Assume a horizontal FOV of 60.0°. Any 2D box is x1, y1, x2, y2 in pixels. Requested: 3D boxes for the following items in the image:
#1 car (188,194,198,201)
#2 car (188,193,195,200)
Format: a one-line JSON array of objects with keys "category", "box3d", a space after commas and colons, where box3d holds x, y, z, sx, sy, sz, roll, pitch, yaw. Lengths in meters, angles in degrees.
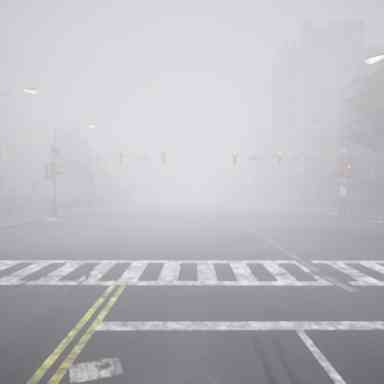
[{"category": "car", "box3d": [-0.159, 1.485, 85.206, 2.033, 1.411, 5.357, 0, 0, 0]}, {"category": "car", "box3d": [-0.178, 1.261, 95.587, 2.097, 1.767, 4.553, 0, 0, 1]}]
